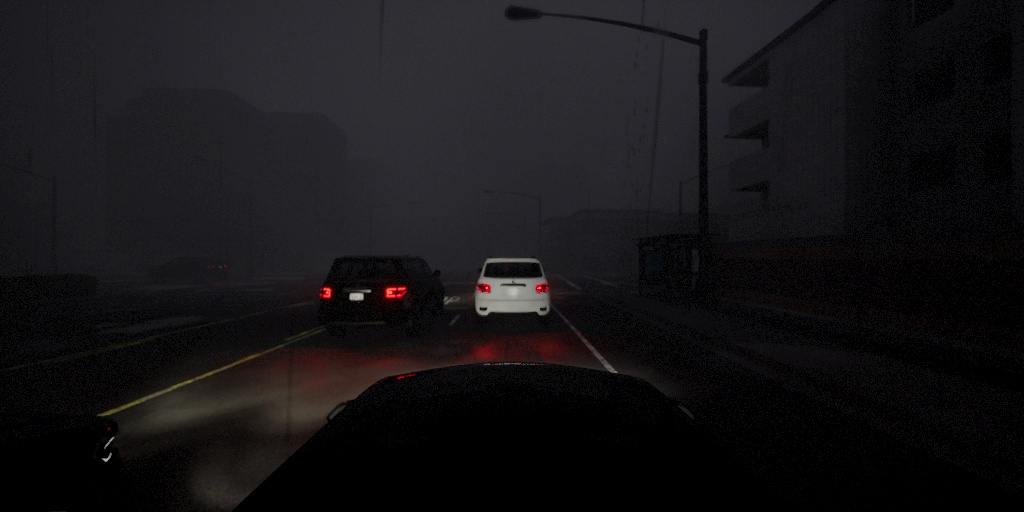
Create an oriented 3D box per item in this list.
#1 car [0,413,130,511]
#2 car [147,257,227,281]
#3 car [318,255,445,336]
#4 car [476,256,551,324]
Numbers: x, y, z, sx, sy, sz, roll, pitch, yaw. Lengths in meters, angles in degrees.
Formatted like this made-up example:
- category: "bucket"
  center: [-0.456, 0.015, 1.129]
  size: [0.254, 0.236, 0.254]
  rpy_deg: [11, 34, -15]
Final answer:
- category: "car"
  center: [-3.463, 1.222, 0.243]
  size: [1.882, 1.535, 5.008]
  rpy_deg: [0, 0, 0]
- category: "car"
  center: [-27.671, 1.076, 30.695]
  size: [5.566, 2.045, 2.150]
  rpy_deg: [0, 0, -1]
- category: "car"
  center: [-3.475, 1.004, 10.623]
  size: [2.150, 2.045, 5.566]
  rpy_deg: [0, 0, -1]
- category: "car"
  center: [0.001, 1.012, 12.212]
  size: [2.150, 2.045, 5.566]
  rpy_deg: [0, 0, -1]
